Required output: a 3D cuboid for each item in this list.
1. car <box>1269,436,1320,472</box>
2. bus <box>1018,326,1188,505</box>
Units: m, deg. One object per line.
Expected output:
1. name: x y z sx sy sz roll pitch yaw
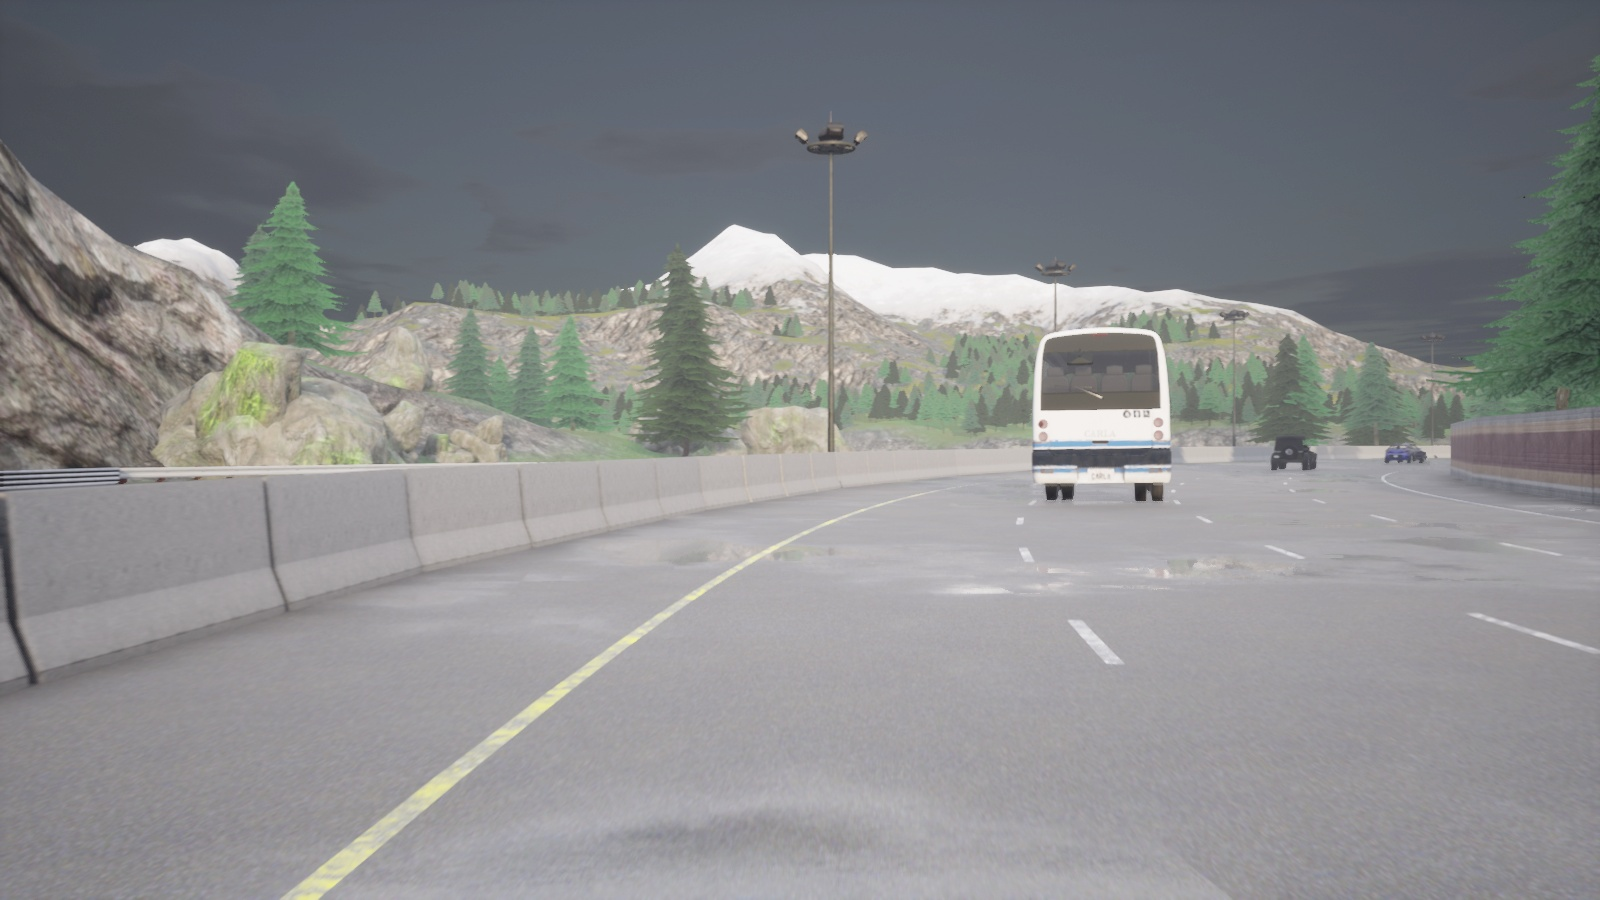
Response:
1. car: 26.897 0.185 68.277 1.905 1.878 3.866 0 0 32
2. bus: 8.633 -0.820 35.271 3.944 4.253 10.273 0 0 15
